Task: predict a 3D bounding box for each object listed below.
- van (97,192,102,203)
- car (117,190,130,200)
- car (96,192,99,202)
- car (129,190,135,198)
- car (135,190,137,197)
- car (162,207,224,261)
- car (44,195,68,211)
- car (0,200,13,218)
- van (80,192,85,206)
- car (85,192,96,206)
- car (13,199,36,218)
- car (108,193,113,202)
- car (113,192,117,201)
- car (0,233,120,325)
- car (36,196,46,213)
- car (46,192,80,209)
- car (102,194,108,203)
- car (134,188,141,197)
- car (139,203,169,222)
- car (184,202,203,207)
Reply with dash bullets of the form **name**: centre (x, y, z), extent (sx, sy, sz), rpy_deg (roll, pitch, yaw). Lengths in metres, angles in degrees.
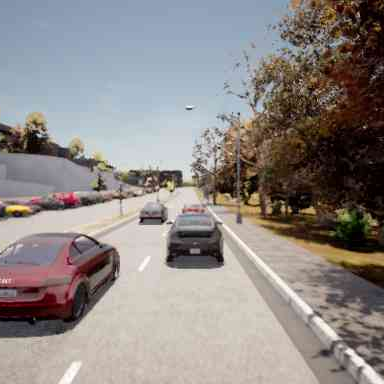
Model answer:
- **van**: centre (-16.960, 0.973, 52.407), extent (4.442, 1.987, 1.878), rpy_deg (-1, 1, -20)
- **car**: centre (-16.807, 0.949, 73.440), extent (4.792, 1.488, 2.163), rpy_deg (-1, 1, -20)
- **car**: centre (-16.845, 1.237, 49.470), extent (4.892, 1.521, 2.231), rpy_deg (-1, 1, -20)
- **car**: centre (-17.000, 0.838, 79.363), extent (5.366, 1.575, 1.946), rpy_deg (-1, 1, -20)
- **car**: centre (-16.831, 0.832, 82.436), extent (4.674, 1.452, 2.002), rpy_deg (-1, 1, -20)
- **car**: centre (0.099, 1.516, 12.310), extent (1.837, 1.490, 4.892), rpy_deg (0, 0, 0)
- **car**: centre (-16.856, 1.427, 37.535), extent (4.674, 1.452, 2.002), rpy_deg (-1, 1, -20)
- **car**: centre (-16.895, 1.517, 25.582), extent (4.792, 1.488, 2.163), rpy_deg (-1, 0, -20)
- **van**: centre (-16.750, 1.087, 43.546), extent (4.442, 1.987, 1.878), rpy_deg (-1, 1, -20)
- **car**: centre (-16.832, 1.024, 46.499), extent (5.566, 2.045, 2.435), rpy_deg (-1, 1, -20)
- **car**: centre (-16.695, 1.462, 28.651), extent (5.366, 1.575, 1.946), rpy_deg (-1, 0, -20)
- **car**: centre (-16.840, 1.158, 58.417), extent (4.674, 1.452, 2.002), rpy_deg (-1, 1, -20)
- **car**: centre (-16.816, 1.107, 61.435), extent (4.792, 1.488, 2.163), rpy_deg (-1, 1, -20)
- **car**: centre (-2.907, 1.569, 7.240), extent (1.994, 1.385, 4.181), rpy_deg (0, 0, 0)
- **car**: centre (-16.837, 1.475, 31.578), extent (4.792, 1.488, 2.163), rpy_deg (-1, 0, -20)
- **car**: centre (-16.887, 1.103, 40.503), extent (5.566, 2.045, 2.435), rpy_deg (-1, 1, -20)
- **car**: centre (-16.819, 1.031, 55.443), extent (4.553, 1.767, 2.185), rpy_deg (-1, 1, -20)
- **car**: centre (-16.802, 0.494, 85.450), extent (5.566, 2.045, 2.435), rpy_deg (-1, 1, -20)
- **car**: centre (-2.898, 1.536, 25.886), extent (2.033, 1.411, 5.357), rpy_deg (0, 0, 0)
- **car**: centre (0.103, 1.568, 29.318), extent (1.895, 1.301, 4.718), rpy_deg (0, 0, 0)
